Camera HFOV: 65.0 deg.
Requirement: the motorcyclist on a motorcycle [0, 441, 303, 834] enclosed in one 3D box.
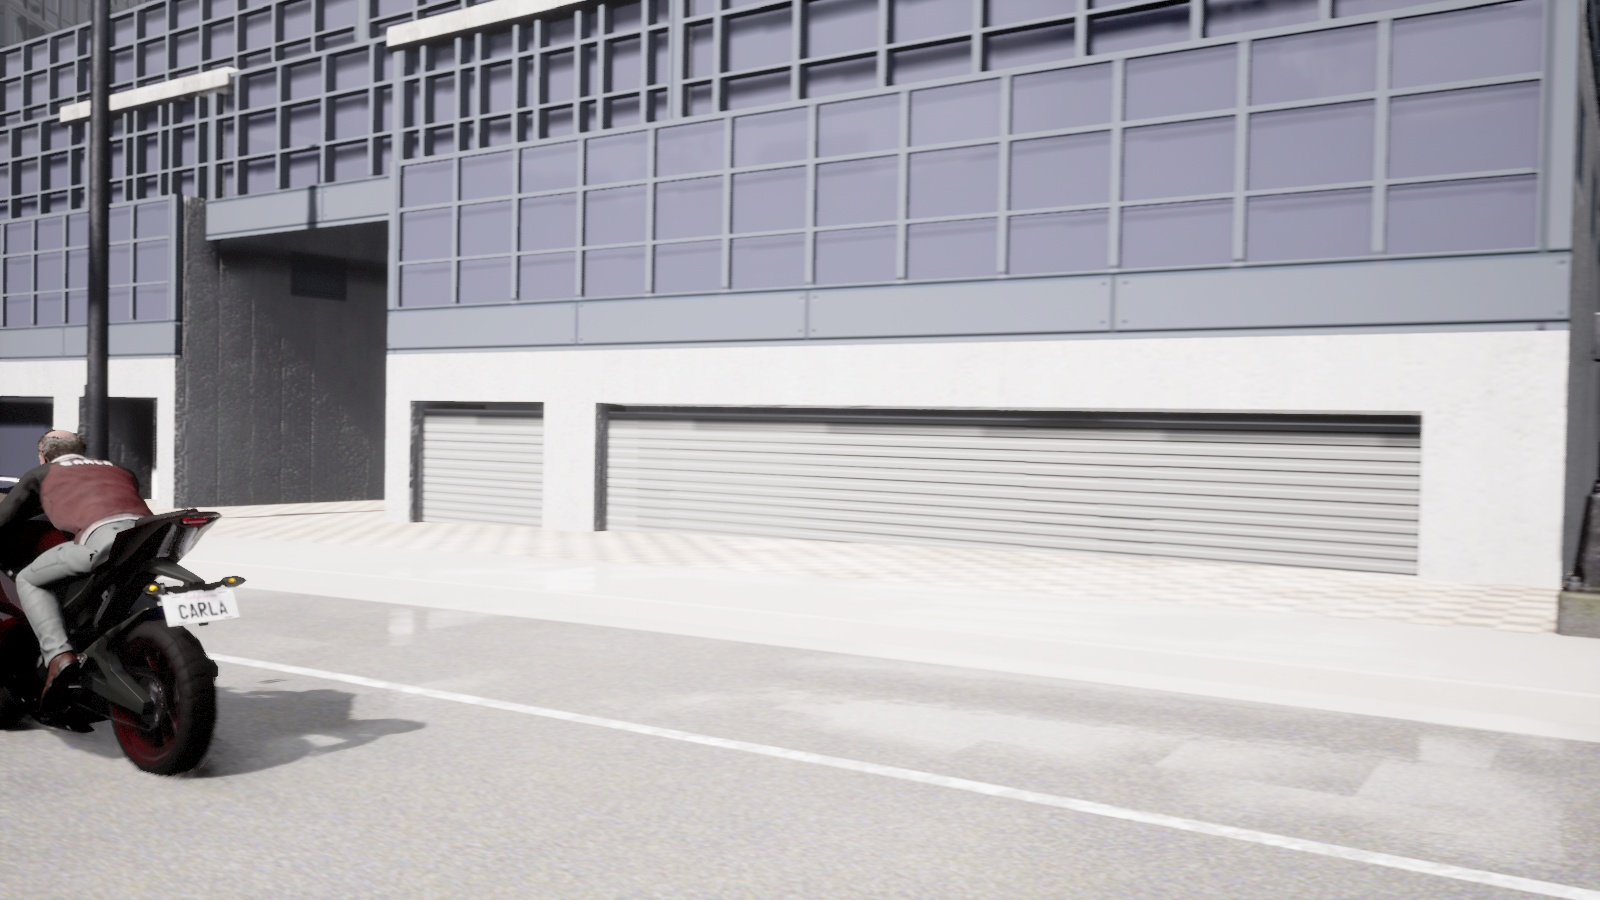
[{"bbox_3d":[-3.395,0.743,5.881,2.191,1.530,0.866,-1,1,34],"label":"motorcyclist on a motorcycle"}]
